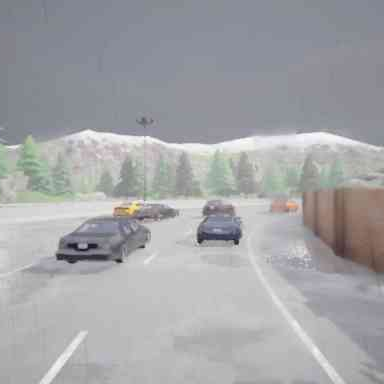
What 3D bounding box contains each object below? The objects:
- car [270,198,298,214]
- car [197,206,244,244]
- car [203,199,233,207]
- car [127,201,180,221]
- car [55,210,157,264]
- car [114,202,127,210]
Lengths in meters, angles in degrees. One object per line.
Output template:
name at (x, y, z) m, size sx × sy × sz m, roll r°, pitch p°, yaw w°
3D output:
car at (10.624, 1.501, 38.201) m, size 2.097 × 1.767 × 4.553 m, roll 0°, pitch 0°, yaw 34°
car at (1.483, 1.630, 16.341) m, size 1.994 × 1.385 × 4.181 m, roll 0°, pitch 0°, yaw 11°
car at (2.643, 1.479, 31.750) m, size 2.097 × 1.767 × 4.553 m, roll 0°, pitch 0°, yaw 24°
car at (-2.943, 1.664, 28.158) m, size 2.033 × 1.411 × 5.357 m, roll 0°, pitch 0°, yaw 23°
car at (-2.906, 1.599, 12.045) m, size 2.033 × 1.411 × 5.357 m, roll 0°, pitch 0°, yaw 6°
car at (-5.213, 1.606, 30.774) m, size 1.882 × 1.535 × 5.008 m, roll -1°, pitch 0°, yaw 22°
